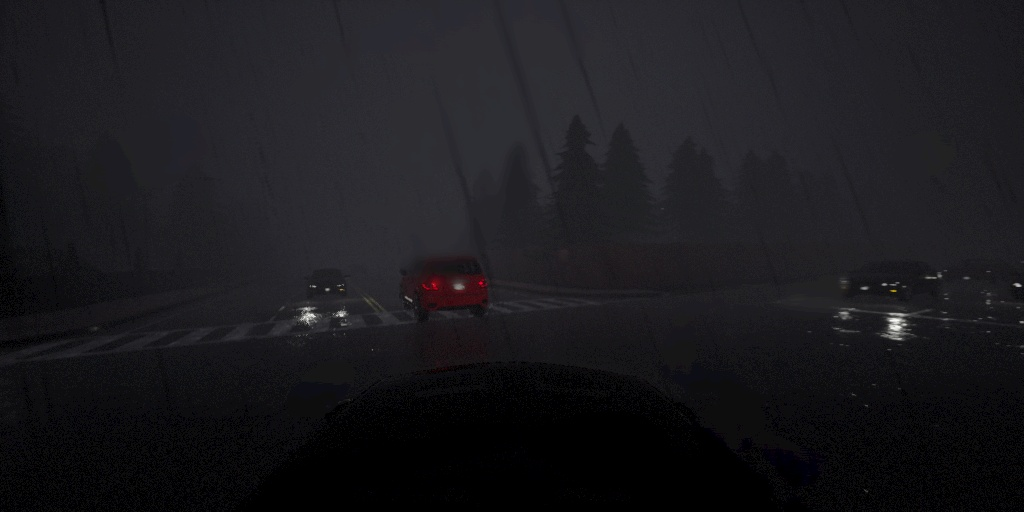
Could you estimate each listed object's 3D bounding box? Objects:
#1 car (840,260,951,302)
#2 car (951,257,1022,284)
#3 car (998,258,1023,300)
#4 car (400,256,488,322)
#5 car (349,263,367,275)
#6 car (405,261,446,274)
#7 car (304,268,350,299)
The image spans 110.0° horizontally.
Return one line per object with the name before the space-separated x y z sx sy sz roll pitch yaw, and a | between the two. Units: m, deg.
car | 15.579 0.937 14.707 4.892 1.490 1.837 -1 0 -26
car | 26.007 0.820 19.965 4.718 1.301 1.895 -1 0 -27
car | 20.528 0.877 13.262 5.357 1.411 2.033 -1 0 -27
car | -2.646 1.029 13.000 2.150 2.045 5.566 -1 0 -24
car | -20.646 1.679 48.135 2.128 1.511 4.902 -1 0 -27
car | -11.524 1.476 48.100 4.902 1.511 2.128 -2 0 -40
car | -10.451 1.475 20.301 1.837 1.490 4.892 -1 0 -27
